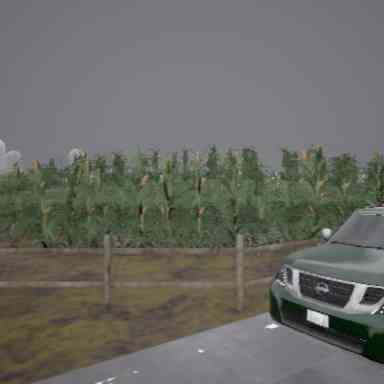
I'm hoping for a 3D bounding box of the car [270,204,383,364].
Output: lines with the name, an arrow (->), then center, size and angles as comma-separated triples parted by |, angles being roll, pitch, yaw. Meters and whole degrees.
car -> 3.834, 1.255, 5.801 | 5.566, 2.045, 2.150 | 0, 0, -35
